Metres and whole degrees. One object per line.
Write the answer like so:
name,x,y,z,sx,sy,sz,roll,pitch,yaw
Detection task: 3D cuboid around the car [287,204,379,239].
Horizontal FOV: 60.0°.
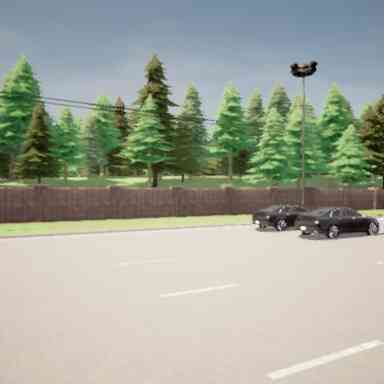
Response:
car,7.501,1.500,17.099,4.892,1.490,1.837,0,0,-27

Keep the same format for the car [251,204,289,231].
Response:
car,5.907,1.496,20.215,4.892,1.490,1.837,0,0,-27
